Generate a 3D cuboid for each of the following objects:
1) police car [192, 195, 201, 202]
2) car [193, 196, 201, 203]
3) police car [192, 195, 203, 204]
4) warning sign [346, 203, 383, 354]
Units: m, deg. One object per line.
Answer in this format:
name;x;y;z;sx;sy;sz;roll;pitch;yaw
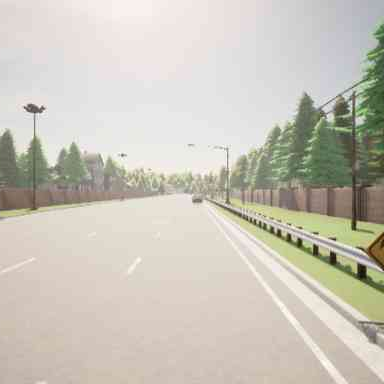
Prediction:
police car;1.050;1.466;80.764;1.930;1.638;5.238;0;0;0
car;1.050;1.564;74.654;1.837;1.490;4.892;0;0;0
police car;1.050;1.442;64.764;1.930;1.638;5.238;0;0;0
warning sign;3.050;1.099;4.654;1.300;1.860;1.060;0;0;0
